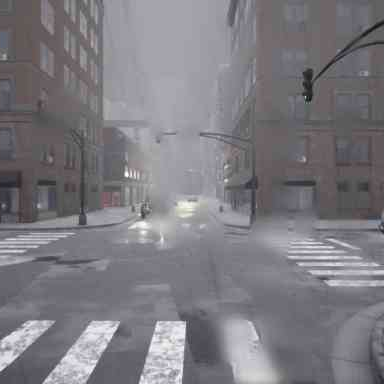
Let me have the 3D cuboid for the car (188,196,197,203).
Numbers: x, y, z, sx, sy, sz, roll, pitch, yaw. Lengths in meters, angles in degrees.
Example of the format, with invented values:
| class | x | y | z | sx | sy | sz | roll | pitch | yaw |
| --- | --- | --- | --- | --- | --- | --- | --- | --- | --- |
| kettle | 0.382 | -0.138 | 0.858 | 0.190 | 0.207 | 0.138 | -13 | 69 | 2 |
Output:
| class | x | y | z | sx | sy | sz | roll | pitch | yaw |
| --- | --- | --- | --- | --- | --- | --- | --- | --- | --- |
| car | 0.067 | 1.520 | 69.997 | 2.128 | 1.511 | 4.902 | 0 | 0 | 0 |

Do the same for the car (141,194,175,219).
| class | x | y | z | sx | sy | sz | roll | pitch | yaw |
| --- | --- | --- | --- | --- | --- | --- | --- | --- | --- |
| car | -3.102 | 1.236 | 29.748 | 2.150 | 2.045 | 5.566 | 0 | 0 | 2 |

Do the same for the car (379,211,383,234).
| class | x | y | z | sx | sy | sz | roll | pitch | yaw |
| --- | --- | --- | --- | --- | --- | --- | --- | --- | --- |
| car | 11.040 | 1.617 | 14.647 | 4.718 | 1.301 | 1.895 | 0 | 0 | 2 |

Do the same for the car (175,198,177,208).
| class | x | y | z | sx | sy | sz | roll | pitch | yaw |
| --- | --- | --- | --- | --- | --- | --- | --- | --- | --- |
| car | -3.122 | 1.546 | 39.421 | 1.812 | 1.442 | 4.674 | 0 | 0 | 0 |
